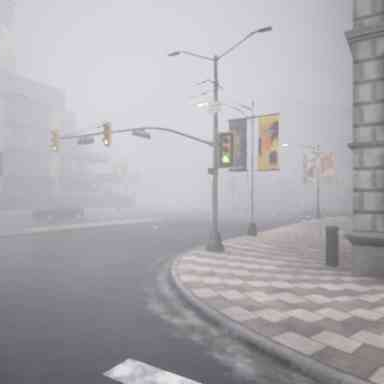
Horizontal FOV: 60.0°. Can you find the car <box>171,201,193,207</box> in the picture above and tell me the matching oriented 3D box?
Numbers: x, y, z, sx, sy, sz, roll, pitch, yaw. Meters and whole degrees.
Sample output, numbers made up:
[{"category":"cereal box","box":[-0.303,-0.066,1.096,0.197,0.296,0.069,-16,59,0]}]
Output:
[{"category":"car","box":[-2.204,2.654,73.662,4.718,1.301,1.895,0,-1,32]}]

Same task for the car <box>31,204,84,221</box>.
[{"category":"car","box":[-12.491,1.854,31.255,1.882,1.535,5.008,0,-1,32]}]

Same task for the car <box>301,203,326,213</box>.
[{"category":"car","box":[17.682,2.407,48.682,4.674,1.442,1.812,2,-2,-41]}]
